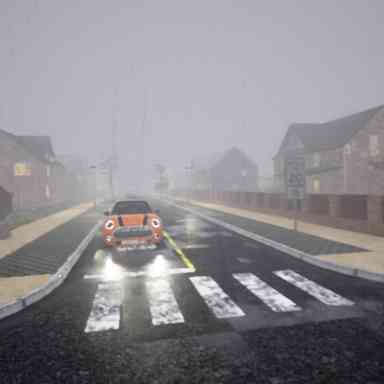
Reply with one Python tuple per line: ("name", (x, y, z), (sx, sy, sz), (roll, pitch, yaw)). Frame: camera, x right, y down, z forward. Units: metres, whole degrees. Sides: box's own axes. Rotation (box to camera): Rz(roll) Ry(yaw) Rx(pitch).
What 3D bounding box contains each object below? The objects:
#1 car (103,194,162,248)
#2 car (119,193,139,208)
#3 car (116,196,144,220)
("car", (-2.439, 1.091, 13.547), (2.097, 1.767, 4.553), (-2, 1, -11))
("car", (-7.131, 0.894, 37.789), (2.033, 1.411, 5.357), (-2, 1, -11))
("car", (-4.585, 1.079, 24.618), (1.812, 1.442, 4.674), (-2, 1, -11))
